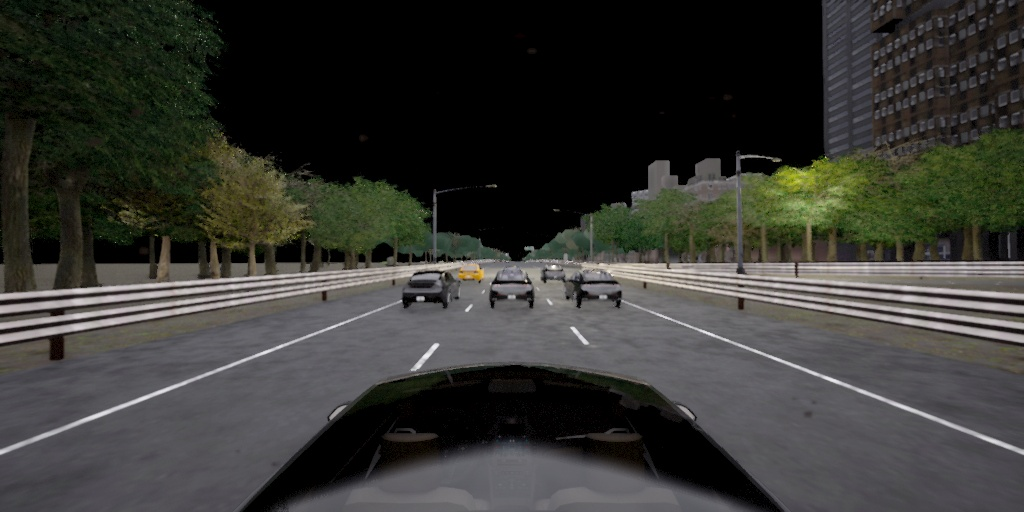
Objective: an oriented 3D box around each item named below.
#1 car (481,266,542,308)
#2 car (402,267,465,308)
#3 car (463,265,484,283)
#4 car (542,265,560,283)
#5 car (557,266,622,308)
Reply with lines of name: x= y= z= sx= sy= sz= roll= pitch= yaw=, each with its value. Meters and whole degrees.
car: x=0.002 y=1.378 z=16.141 sx=2.128 sy=1.511 sz=4.902 roll=0 pitch=0 yaw=0
car: x=-3.498 y=1.394 z=16.155 sx=1.837 sy=1.490 sz=4.892 roll=0 pitch=0 yaw=0
car: x=-3.498 y=1.500 z=31.316 sx=1.882 sy=1.535 sz=5.008 roll=0 pitch=0 yaw=0
car: x=3.499 y=1.513 z=31.138 sx=2.128 sy=1.511 sz=4.902 roll=0 pitch=0 yaw=0
car: x=3.503 y=1.378 z=16.146 sx=2.128 sy=1.511 sz=4.902 roll=0 pitch=0 yaw=0
